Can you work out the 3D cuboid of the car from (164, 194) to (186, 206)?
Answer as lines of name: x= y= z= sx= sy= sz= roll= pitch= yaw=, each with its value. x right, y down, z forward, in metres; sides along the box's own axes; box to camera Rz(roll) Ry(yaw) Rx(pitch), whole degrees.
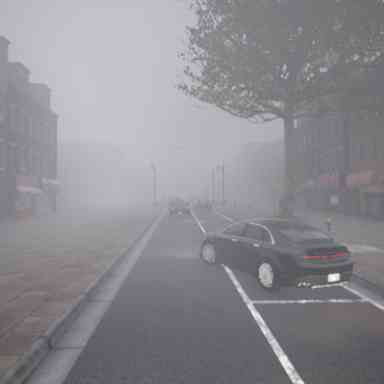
car: x=-2.674 y=1.327 z=47.342 sx=1.837 sy=1.490 sz=4.892 roll=0 pitch=1 yaw=-16

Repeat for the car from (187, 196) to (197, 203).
car: x=-0.083 y=1.475 z=69.722 sx=1.947 sy=1.339 sz=4.313 roll=1 pitch=0 yaw=-2

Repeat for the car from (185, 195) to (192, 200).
car: x=-0.950 y=1.542 z=91.625 sx=1.752 sy=1.417 sz=4.829 roll=1 pitch=0 yaw=-2

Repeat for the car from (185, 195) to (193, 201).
car: x=-0.729 y=1.549 z=86.022 sx=1.947 sy=1.339 sz=4.313 roll=1 pitch=0 yaw=-2

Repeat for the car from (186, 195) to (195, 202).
car: x=-0.303 y=1.455 z=75.324 sx=1.752 sy=1.417 sz=4.829 roll=1 pitch=0 yaw=-2

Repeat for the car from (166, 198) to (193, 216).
car: x=-1.132 y=1.497 z=31.124 sx=1.895 sy=1.301 sz=4.718 roll=0 pitch=0 yaw=-2

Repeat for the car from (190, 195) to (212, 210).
car: x=1.198 y=1.327 z=37.563 sx=1.967 sy=1.590 sz=4.097 roll=2 pitch=0 yaw=-2

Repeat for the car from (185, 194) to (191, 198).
car: x=0.133 y=1.460 z=64.289 sx=1.947 sy=1.339 sz=4.313 roll=1 pitch=0 yaw=-2

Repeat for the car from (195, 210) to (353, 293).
car: x=1.908 y=1.468 z=8.995 sx=1.837 sy=1.490 sz=4.892 roll=0 pitch=1 yaw=-24
